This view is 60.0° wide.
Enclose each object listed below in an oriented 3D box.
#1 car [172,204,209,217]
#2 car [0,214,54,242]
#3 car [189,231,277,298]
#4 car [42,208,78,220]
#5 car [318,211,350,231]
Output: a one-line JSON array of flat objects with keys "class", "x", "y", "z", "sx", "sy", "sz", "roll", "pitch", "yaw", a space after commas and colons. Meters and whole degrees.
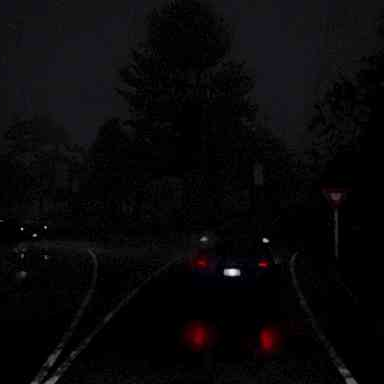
[{"class": "car", "x": -0.158, "y": 2.804, "z": 50.788, "sx": 5.566, "sy": 2.045, "sz": 2.150, "roll": 0, "pitch": -3, "yaw": 12}, {"class": "car", "x": -10.682, "y": 2.138, "z": 19.621, "sx": 4.718, "sy": 1.301, "sz": 1.895, "roll": -1, "pitch": -2, "yaw": 29}, {"class": "car", "x": 1.146, "y": 1.736, "z": 9.027, "sx": 1.994, "sy": 1.385, "sz": 4.181, "roll": 0, "pitch": -2, "yaw": 9}, {"class": "car", "x": -17.151, "y": 2.832, "z": 43.210, "sx": 2.128, "sy": 1.511, "sz": 4.902, "roll": -2, "pitch": -2, "yaw": 35}, {"class": "car", "x": 11.713, "y": 2.296, "z": 27.303, "sx": 1.882, "sy": 1.535, "sz": 5.008, "roll": 0, "pitch": -2, "yaw": 31}]
